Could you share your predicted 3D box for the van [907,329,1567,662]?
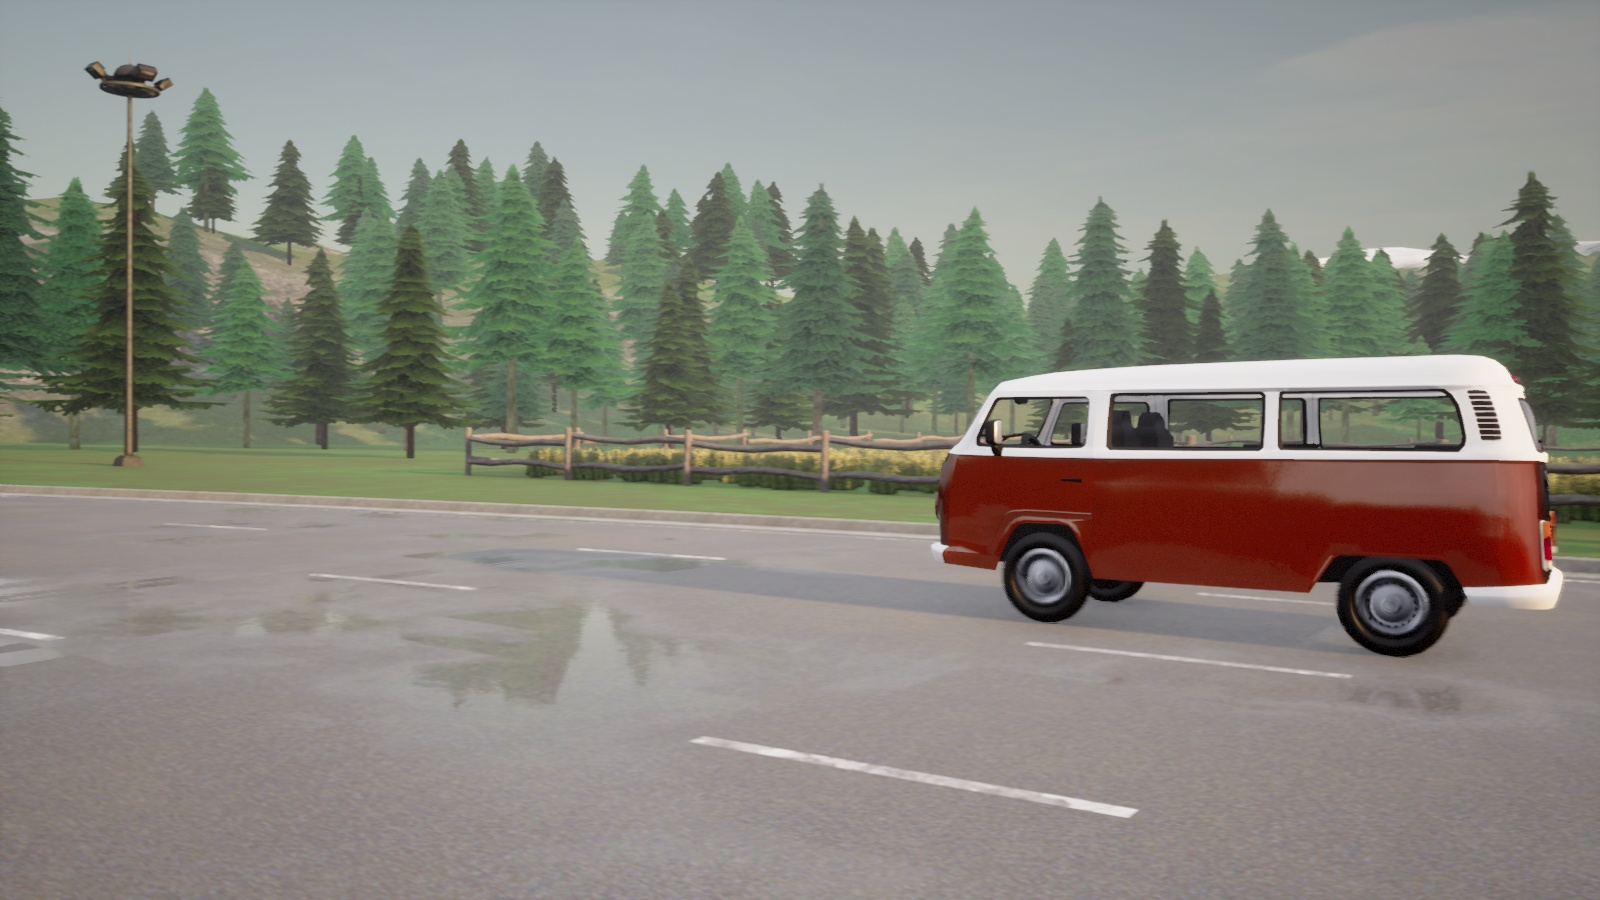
[{"bbox_3d":[3.316,0.272,9.750,4.480,2.038,2.069,0,1,32],"label":"van"}]
